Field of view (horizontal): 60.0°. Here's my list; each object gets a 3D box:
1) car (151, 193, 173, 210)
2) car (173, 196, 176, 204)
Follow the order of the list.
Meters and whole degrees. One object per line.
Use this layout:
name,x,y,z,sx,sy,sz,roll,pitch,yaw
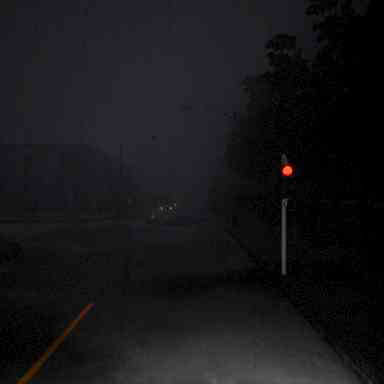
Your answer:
car,-4.065,1.221,43.928,2.150,2.045,5.566,0,0,0
car,-4.048,1.505,53.847,1.837,1.490,4.892,0,0,0
